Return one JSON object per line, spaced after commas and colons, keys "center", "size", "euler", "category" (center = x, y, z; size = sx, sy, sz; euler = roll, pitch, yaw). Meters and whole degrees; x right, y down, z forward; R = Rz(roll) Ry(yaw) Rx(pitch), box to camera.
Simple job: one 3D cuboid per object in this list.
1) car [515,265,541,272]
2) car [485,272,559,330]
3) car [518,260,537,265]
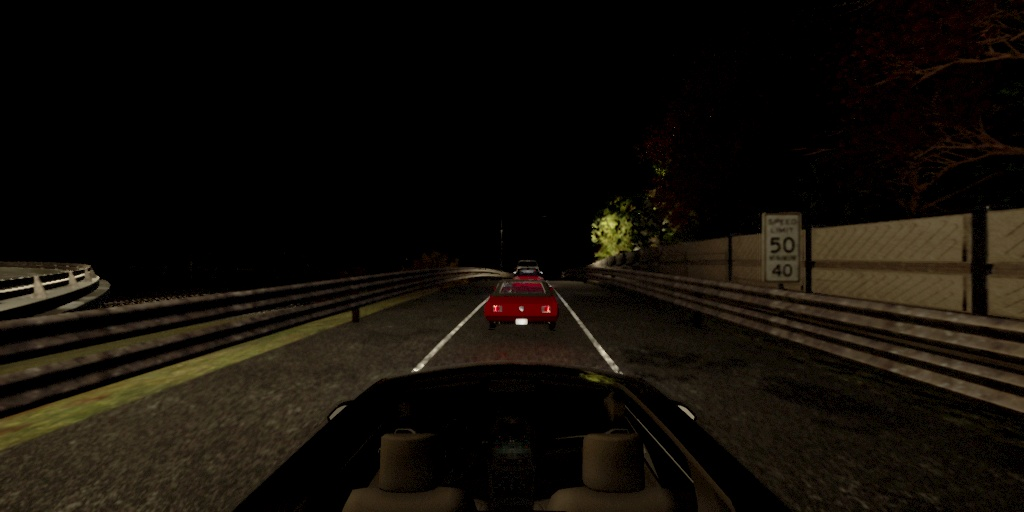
{"center": [1.021, 1.451, 22.798], "size": [1.994, 1.385, 4.181], "euler": [0, -1, 3], "category": "car"}
{"center": [0.340, 1.351, 11.143], "size": [1.895, 1.301, 4.718], "euler": [0, 0, 2], "category": "car"}
{"center": [1.480, 1.453, 33.427], "size": [2.150, 2.045, 5.566], "euler": [0, -2, 3], "category": "car"}
